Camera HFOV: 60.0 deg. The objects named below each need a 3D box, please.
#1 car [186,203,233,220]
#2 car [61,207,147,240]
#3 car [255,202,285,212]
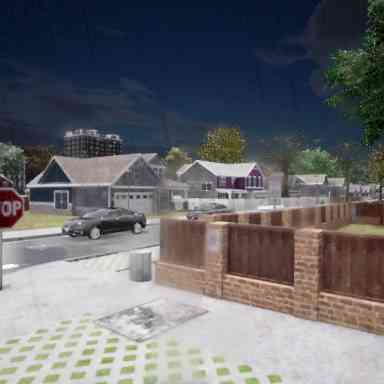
[{"bbox_3d":[1.465,1.651,26.077,1.837,1.490,4.892,0,0,36],"label":"car"},{"bbox_3d":[-4.541,1.590,17.808,1.837,1.490,4.892,0,0,36],"label":"car"},{"bbox_3d":[8.438,1.749,35.661,1.812,1.442,4.674,0,0,36],"label":"car"}]
